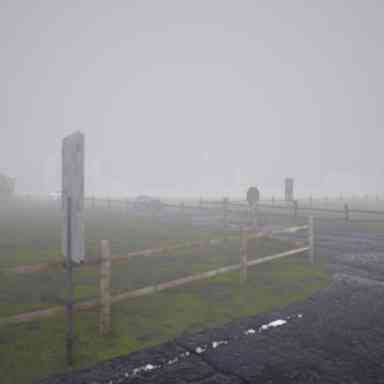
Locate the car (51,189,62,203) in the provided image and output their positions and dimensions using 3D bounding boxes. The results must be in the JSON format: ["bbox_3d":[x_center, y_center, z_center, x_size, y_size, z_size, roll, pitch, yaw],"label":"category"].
[{"bbox_3d":[-19.364,0.542,49.606,2.150,2.045,5.566,0,1,-37],"label":"car"}]

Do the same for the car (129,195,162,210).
[{"bbox_3d":[-4.934,1.089,34.908,1.837,1.490,4.892,0,1,-37],"label":"car"}]
